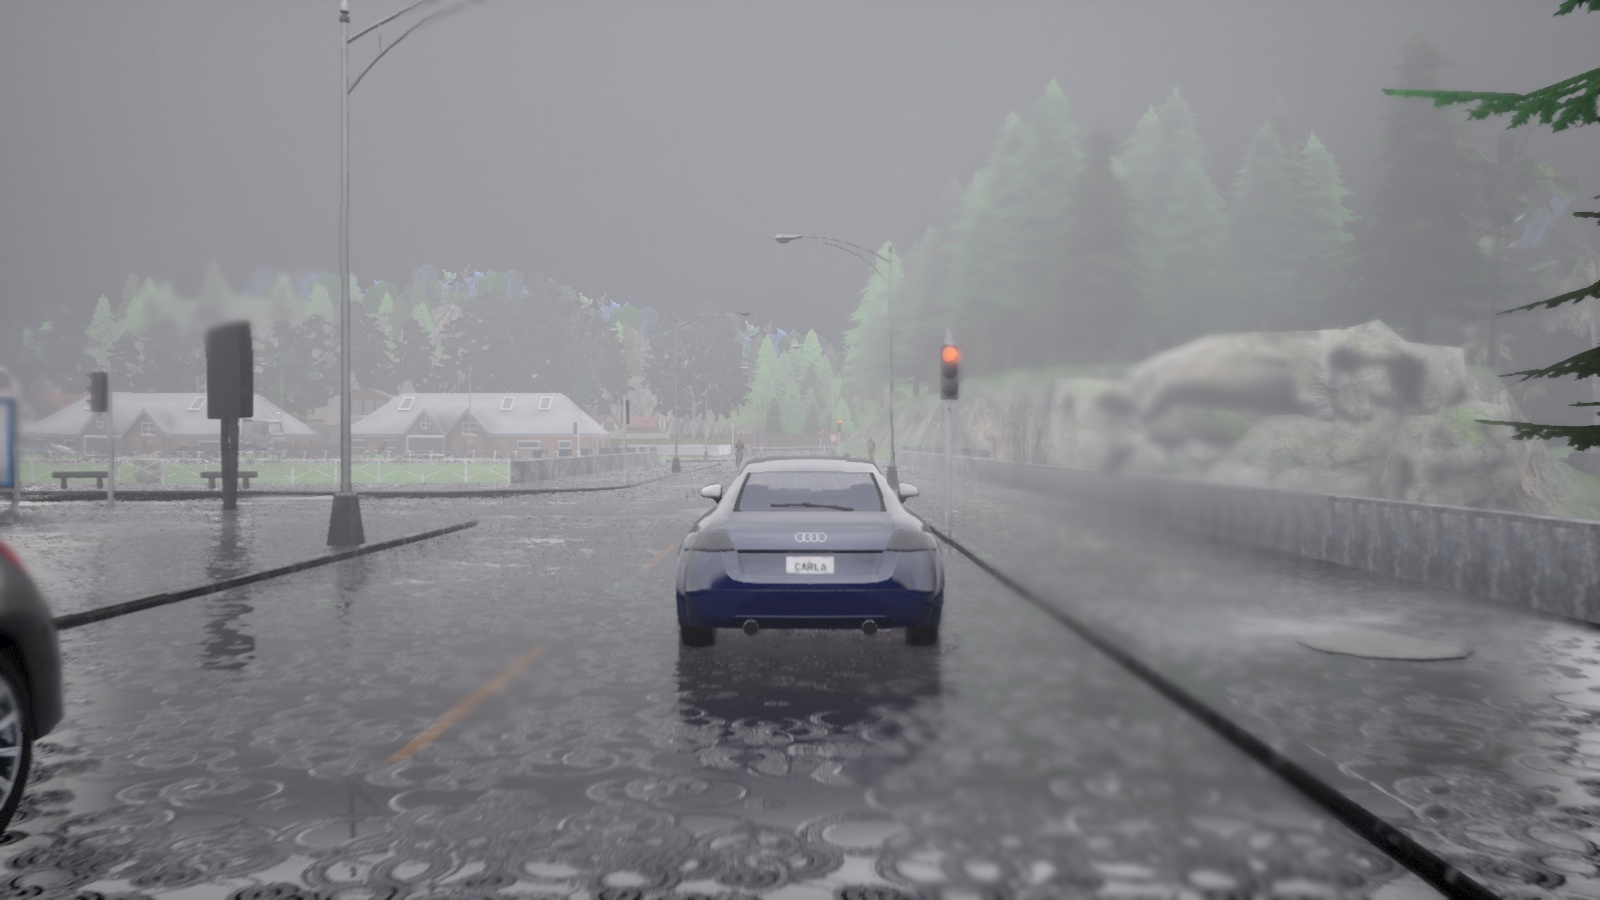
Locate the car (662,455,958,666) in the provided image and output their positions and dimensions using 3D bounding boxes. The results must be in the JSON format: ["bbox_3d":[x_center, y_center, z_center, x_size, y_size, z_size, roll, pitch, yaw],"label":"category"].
[{"bbox_3d":[0.088,0.751,10.575,1.994,1.385,4.181,0,0,1],"label":"car"}]

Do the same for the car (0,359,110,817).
[{"bbox_3d":[-3.967,0.507,2.727,2.152,1.651,5.027,0,0,0],"label":"car"}]
